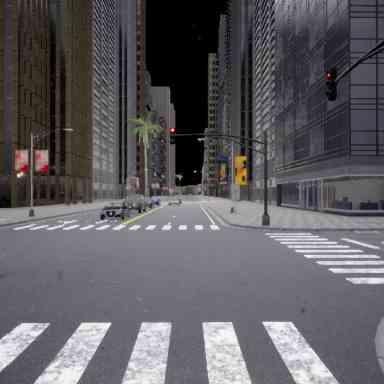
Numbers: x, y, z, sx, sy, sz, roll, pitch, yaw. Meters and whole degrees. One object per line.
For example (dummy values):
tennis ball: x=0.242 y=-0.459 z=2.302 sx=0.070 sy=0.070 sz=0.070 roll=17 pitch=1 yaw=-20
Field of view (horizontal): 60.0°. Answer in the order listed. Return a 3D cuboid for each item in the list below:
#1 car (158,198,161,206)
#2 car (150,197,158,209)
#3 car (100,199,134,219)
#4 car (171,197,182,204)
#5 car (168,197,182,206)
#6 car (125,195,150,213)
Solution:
car: x=-6.635 y=1.652 z=58.567 sx=1.882 sy=1.535 sz=5.008 roll=0 pitch=0 yaw=0
car: x=-6.664 y=1.482 z=48.428 sx=2.097 sy=1.767 sz=4.553 roll=0 pitch=0 yaw=0
car: x=-6.642 y=1.627 z=29.175 sx=1.994 sy=1.385 sz=4.181 roll=0 pitch=0 yaw=0
car: x=-3.255 y=1.788 z=69.742 sx=1.994 sy=1.385 sz=4.181 roll=0 pitch=0 yaw=0
car: x=-3.241 y=1.781 z=59.847 sx=1.895 sy=1.301 sz=4.718 roll=0 pitch=0 yaw=0
car: x=-6.657 y=1.314 z=38.499 sx=2.150 sy=2.045 sz=5.566 roll=0 pitch=0 yaw=0
